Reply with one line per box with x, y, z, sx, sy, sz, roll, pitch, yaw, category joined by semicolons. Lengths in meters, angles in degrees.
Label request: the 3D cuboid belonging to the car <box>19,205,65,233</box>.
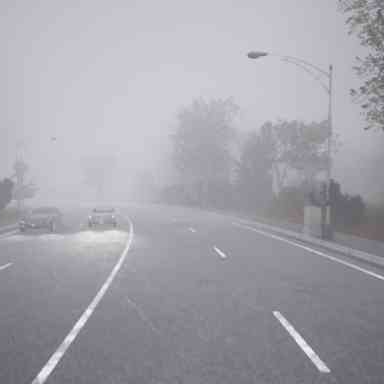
-9.341;1.642;21.032;1.837;1.490;4.892;-1;-1;-11;car

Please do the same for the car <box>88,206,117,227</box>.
-6.298;1.692;23.700;1.895;1.301;4.718;-1;0;-12;car
